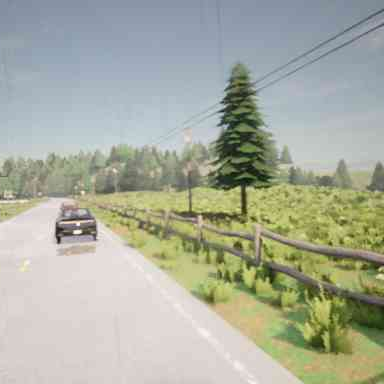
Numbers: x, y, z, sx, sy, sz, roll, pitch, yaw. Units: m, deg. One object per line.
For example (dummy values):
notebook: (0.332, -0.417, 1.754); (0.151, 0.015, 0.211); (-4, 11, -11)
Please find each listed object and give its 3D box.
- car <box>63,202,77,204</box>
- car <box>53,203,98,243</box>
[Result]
car: (-13.735, 1.743, 37.377); (1.895, 1.301, 4.718); (-2, 0, -21)
car: (-5.891, 1.545, 16.834); (2.128, 1.511, 4.902); (-2, 0, -21)
